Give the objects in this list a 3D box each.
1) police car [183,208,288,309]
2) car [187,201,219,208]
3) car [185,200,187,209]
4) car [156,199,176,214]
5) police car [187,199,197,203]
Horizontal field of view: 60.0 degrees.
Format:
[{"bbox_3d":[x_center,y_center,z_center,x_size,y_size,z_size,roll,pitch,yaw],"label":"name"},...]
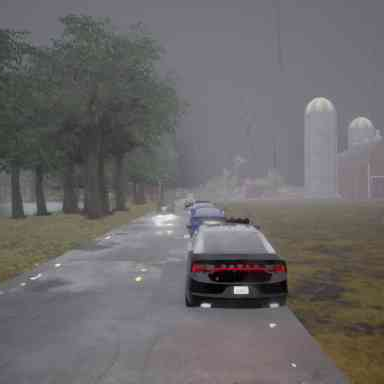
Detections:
[{"bbox_3d":[0.813,1.428,8.107,1.930,1.638,5.238,0,0,0],"label":"police car"},{"bbox_3d":[0.799,1.487,17.998,1.882,1.535,5.008,0,0,0],"label":"car"},{"bbox_3d":[-0.040,1.700,47.064,1.895,1.301,4.718,0,0,1],"label":"car"},{"bbox_3d":[-2.804,1.540,36.041,2.128,1.511,4.902,0,0,0],"label":"car"},{"bbox_3d":[0.791,1.443,24.108,1.930,1.638,5.238,0,0,0],"label":"police car"}]
